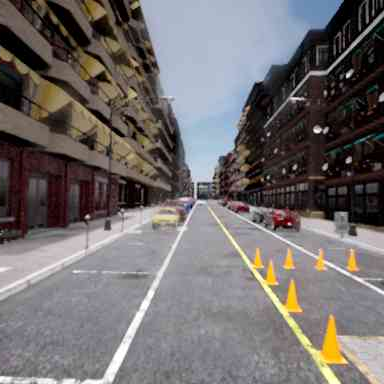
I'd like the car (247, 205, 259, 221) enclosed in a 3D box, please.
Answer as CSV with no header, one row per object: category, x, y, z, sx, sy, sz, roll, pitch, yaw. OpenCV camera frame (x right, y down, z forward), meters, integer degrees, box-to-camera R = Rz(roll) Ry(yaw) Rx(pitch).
car,6.302,1.947,28.579,2.008,1.369,4.403,3,-1,1

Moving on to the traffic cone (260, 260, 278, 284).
traffic cone,2.060,2.075,8.686,0.340,0.580,0.340,1,-1,1

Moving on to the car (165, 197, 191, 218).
car,-1.561,1.549,28.836,2.192,1.841,5.009,3,-1,1

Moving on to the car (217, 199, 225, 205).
car,7.735,2.705,89.399,1.802,1.307,4.206,2,-1,1

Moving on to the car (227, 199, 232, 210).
car,6.837,2.183,50.693,1.887,1.381,4.507,2,-1,1

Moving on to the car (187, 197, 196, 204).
car,-0.095,2.276,89.648,2.192,1.841,5.009,3,-1,1

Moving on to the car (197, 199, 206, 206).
car,2.090,2.346,74.989,1.812,1.442,4.674,1,-1,1

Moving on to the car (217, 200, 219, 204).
car,7.474,2.416,78.342,1.967,1.590,4.097,2,-1,1

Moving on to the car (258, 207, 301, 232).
car,6.169,1.886,23.049,1.887,1.381,4.507,3,-1,1

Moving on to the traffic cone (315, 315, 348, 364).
traffic cone,1.963,2.038,4.687,0.340,0.580,0.340,1,0,1

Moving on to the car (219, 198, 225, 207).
car,7.213,2.151,67.284,2.192,1.841,5.009,2,-1,1

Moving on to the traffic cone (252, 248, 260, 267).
traffic cone,2.108,2.095,10.685,0.340,0.580,0.340,1,-1,1

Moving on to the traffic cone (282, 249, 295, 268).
traffic cone,3.107,2.115,10.660,0.340,0.580,0.340,1,-1,1

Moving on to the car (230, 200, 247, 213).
car,6.703,2.120,45.165,1.887,1.381,4.507,2,-1,1

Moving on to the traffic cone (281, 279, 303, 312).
traffic cone,2.011,2.056,6.686,0.340,0.580,0.340,1,0,1

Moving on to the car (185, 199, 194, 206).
car,-0.505,2.308,73.062,1.947,1.339,4.313,3,-1,1

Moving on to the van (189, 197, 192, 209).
van,-1.295,1.691,39.891,1.690,1.788,3.998,3,-1,1

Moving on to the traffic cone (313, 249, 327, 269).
traffic cone,4.106,2.136,10.636,0.340,0.580,0.340,1,-1,1

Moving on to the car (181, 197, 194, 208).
car,-0.761,1.921,62.006,2.192,1.841,5.009,3,-1,1

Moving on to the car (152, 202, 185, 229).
car,-1.709,1.701,23.135,1.752,1.417,4.829,3,-1,1

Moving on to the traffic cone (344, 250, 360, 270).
traffic cone,5.105,2.157,10.612,0.340,0.580,0.340,1,-1,1

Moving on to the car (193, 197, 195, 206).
car,-0.894,1.856,56.478,2.192,1.841,5.009,3,-1,1

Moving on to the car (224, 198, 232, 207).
car,6.983,2.144,56.224,1.967,1.590,4.097,2,-1,1
